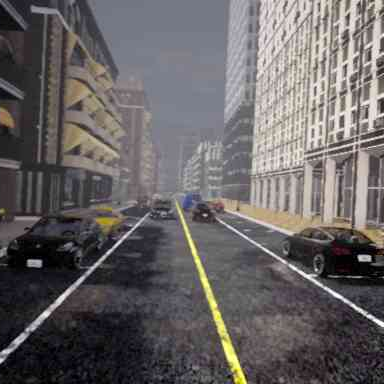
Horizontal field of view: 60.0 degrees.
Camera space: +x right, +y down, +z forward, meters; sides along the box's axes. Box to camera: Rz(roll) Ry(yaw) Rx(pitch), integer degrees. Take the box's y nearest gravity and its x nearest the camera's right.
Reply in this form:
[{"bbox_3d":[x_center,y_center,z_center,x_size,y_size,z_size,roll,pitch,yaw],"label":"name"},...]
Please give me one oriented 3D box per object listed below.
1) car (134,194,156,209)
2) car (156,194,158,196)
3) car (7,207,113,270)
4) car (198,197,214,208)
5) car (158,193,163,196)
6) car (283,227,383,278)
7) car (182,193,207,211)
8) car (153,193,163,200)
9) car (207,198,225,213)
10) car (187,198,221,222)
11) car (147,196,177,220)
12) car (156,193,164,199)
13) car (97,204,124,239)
[{"bbox_3d":[-5.611,1.111,38.489,1.967,1.590,4.097,3,0,-3],"label":"car"},{"bbox_3d":[-5.950,1.230,44.128,1.802,1.307,4.206,3,0,-3],"label":"car"},{"bbox_3d":[-3.954,1.355,10.296,1.947,1.339,4.313,3,0,-3],"label":"car"},{"bbox_3d":[2.074,1.585,50.262,2.008,1.369,4.403,3,0,-3],"label":"car"},{"bbox_3d":[-7.613,1.092,72.322,2.008,1.369,4.403,3,0,-3],"label":"car"},{"bbox_3d":[4.402,1.763,10.791,1.947,1.339,4.313,3,0,-3],"label":"car"},{"bbox_3d":[0.089,1.173,38.994,2.150,2.045,5.566,3,0,-3],"label":"car"},{"bbox_3d":[-7.945,1.072,77.961,2.008,1.369,4.403,3,0,-3],"label":"car"},{"bbox_3d":[2.740,1.624,38.984,1.887,1.381,4.507,3,0,-3],"label":"car"},{"bbox_3d":[0.850,1.527,26.733,1.812,1.442,4.674,3,0,-3],"label":"car"},{"bbox_3d":[-2.303,1.352,26.584,1.837,1.490,4.892,3,0,-3],"label":"car"},{"bbox_3d":[-8.758,1.056,90.852,1.802,1.307,4.206,3,0,-3],"label":"car"},{"bbox_3d":[-4.275,1.290,15.766,1.752,1.417,4.829,3,0,-3],"label":"car"}]
